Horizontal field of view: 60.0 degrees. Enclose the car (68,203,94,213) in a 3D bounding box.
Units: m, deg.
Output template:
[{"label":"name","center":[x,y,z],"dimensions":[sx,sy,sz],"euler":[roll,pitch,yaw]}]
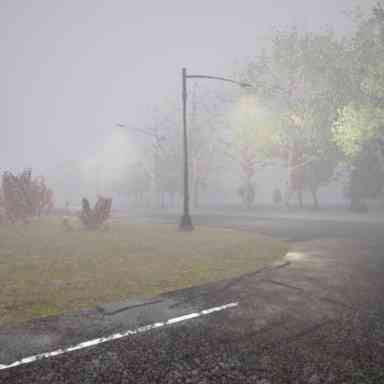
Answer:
[{"label":"car","center":[-13.831,2.061,42.259],"dimensions":[4.718,1.301,1.895],"euler":[-1,0,43]}]
